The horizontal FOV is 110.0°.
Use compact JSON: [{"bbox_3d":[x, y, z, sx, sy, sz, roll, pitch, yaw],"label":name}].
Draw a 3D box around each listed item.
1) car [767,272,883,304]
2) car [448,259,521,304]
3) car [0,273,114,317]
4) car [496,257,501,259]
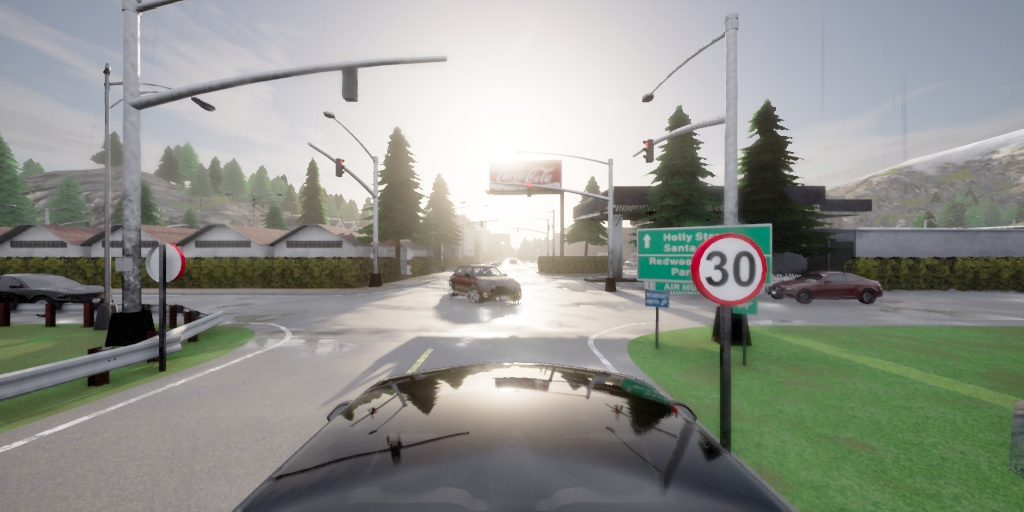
[{"bbox_3d":[14.793,1.467,17.048,4.674,1.442,1.812,0,0,0],"label":"car"},{"bbox_3d":[-1.414,1.191,17.110,2.097,1.767,4.553,1,0,-30],"label":"car"},{"bbox_3d":[-18.335,1.419,13.722,5.008,1.535,1.882,0,0,1],"label":"car"},{"bbox_3d":[-3.362,1.276,64.317,1.812,1.442,4.674,0,0,1],"label":"car"}]
